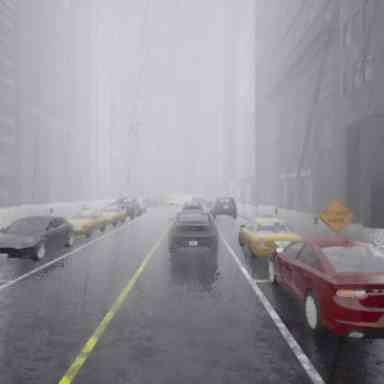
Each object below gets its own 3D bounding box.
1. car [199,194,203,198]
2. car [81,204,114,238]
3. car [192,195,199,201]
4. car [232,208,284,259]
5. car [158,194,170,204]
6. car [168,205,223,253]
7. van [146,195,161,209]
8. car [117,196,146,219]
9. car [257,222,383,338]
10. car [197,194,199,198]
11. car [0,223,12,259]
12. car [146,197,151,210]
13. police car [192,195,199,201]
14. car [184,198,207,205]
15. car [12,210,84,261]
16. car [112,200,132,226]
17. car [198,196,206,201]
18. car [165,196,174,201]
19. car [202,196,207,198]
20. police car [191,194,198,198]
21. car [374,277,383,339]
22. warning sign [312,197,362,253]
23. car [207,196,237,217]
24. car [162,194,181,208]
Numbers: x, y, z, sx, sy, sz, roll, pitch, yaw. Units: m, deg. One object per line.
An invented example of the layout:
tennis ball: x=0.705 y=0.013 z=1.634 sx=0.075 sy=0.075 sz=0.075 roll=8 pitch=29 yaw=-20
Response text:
car: x=2.761 y=1.531 z=63.069 sx=1.967 sy=1.590 sz=4.097 roll=0 pitch=0 yaw=0
car: x=-5.765 y=1.544 z=17.768 sx=1.752 sy=1.417 sz=4.829 roll=0 pitch=0 yaw=0
car: x=0.903 y=1.677 z=92.735 sx=1.812 sy=1.442 sz=4.674 roll=0 pitch=0 yaw=0
car: x=2.760 y=1.538 z=12.475 sx=1.752 sy=1.417 sz=4.829 roll=0 pitch=0 yaw=0
car: x=-5.764 y=1.418 z=68.705 sx=2.192 sy=1.841 sz=5.009 roll=0 pitch=0 yaw=0
car: x=0.068 y=1.519 z=13.863 sx=1.837 sy=1.490 sz=4.892 roll=0 pitch=0 yaw=0
van: x=-5.765 y=1.400 z=46.142 sx=1.690 sy=1.788 sz=3.998 roll=0 pitch=0 yaw=0
car: x=-5.765 y=1.348 z=29.220 sx=2.192 sy=1.841 sz=5.009 roll=0 pitch=0 yaw=0
car: x=2.760 y=1.551 z=6.664 sx=1.887 sy=1.381 sz=4.507 roll=0 pitch=0 yaw=0
car: x=2.762 y=1.680 z=74.350 sx=1.947 sy=1.339 sz=4.313 roll=0 pitch=0 yaw=0
car: x=-5.765 y=1.532 z=6.486 sx=1.752 sy=1.417 sz=4.829 roll=0 pitch=0 yaw=0
car: x=-5.764 y=1.566 z=34.690 sx=1.752 sy=1.417 sz=4.829 roll=0 pitch=0 yaw=0
police car: x=0.903 y=1.565 z=86.845 sx=1.930 sy=1.638 sz=5.238 roll=0 pitch=0 yaw=0
car: x=0.071 y=1.539 z=29.315 sx=1.837 sy=1.490 sz=4.892 roll=0 pitch=0 yaw=0
car: x=-5.765 y=1.578 z=12.297 sx=1.947 sy=1.339 sz=4.313 roll=0 pitch=0 yaw=0
car: x=-5.765 y=1.551 z=23.409 sx=1.752 sy=1.417 sz=4.829 roll=0 pitch=0 yaw=0
car: x=2.763 y=1.693 z=91.272 sx=1.887 sy=1.381 sz=4.507 roll=0 pitch=0 yaw=0
car: x=-5.763 y=1.703 z=85.627 sx=1.947 sy=1.339 sz=4.313 roll=0 pitch=0 yaw=0
car: x=2.761 y=1.610 z=46.148 sx=2.008 sy=1.369 sz=4.403 roll=0 pitch=0 yaw=0
police car: x=0.846 y=1.545 z=76.836 sx=1.930 sy=1.638 sz=5.238 roll=0 pitch=0 yaw=-1
car: x=2.760 y=1.546 z=1.024 sx=1.887 sy=1.381 sz=4.507 roll=0 pitch=0 yaw=0
warning sign: x=5.071 y=1.127 z=11.731 sx=1.300 sy=1.860 sz=1.060 roll=0 pitch=0 yaw=0
car: x=2.760 y=1.348 z=29.227 sx=2.192 sy=1.841 sz=5.009 roll=0 pitch=0 yaw=0
car: x=-3.080 y=1.545 z=50.932 sx=1.882 sy=1.535 sz=5.008 roll=0 pitch=0 yaw=0
